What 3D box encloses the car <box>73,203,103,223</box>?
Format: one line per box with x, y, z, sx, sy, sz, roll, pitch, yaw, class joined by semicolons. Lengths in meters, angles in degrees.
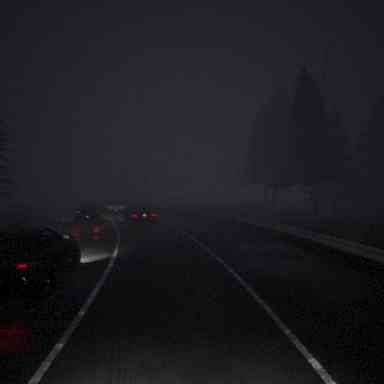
-8.091;1.540;25.581;1.812;1.442;4.674;0;0;-18;car

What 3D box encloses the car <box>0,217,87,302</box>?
-4.157;1.573;8.298;1.994;1.385;4.181;0;0;-6;car

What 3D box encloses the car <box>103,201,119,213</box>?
-8.803;1.613;36.470;1.895;1.301;4.718;0;0;-25;car

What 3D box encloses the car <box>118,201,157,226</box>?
-3.797;1.549;23.784;2.033;1.411;5.357;0;0;-17;car
